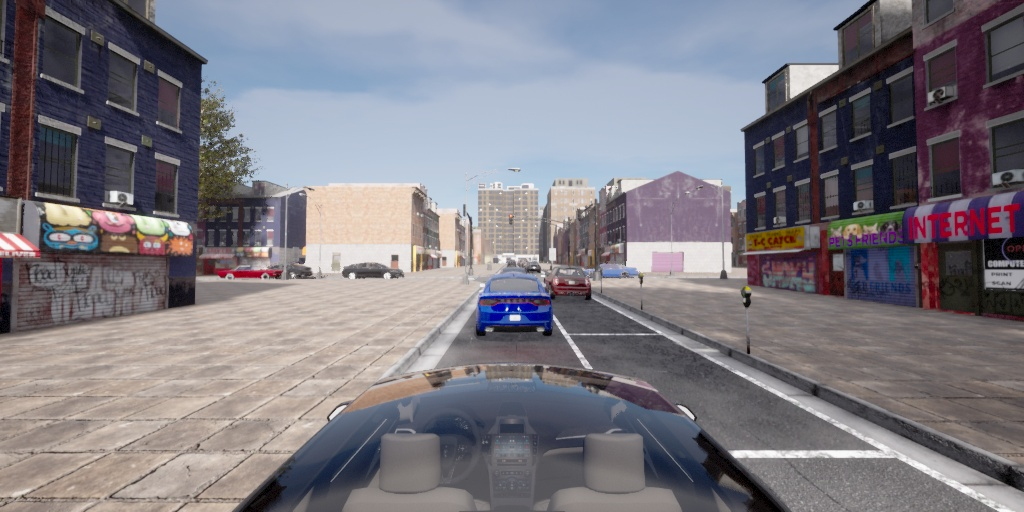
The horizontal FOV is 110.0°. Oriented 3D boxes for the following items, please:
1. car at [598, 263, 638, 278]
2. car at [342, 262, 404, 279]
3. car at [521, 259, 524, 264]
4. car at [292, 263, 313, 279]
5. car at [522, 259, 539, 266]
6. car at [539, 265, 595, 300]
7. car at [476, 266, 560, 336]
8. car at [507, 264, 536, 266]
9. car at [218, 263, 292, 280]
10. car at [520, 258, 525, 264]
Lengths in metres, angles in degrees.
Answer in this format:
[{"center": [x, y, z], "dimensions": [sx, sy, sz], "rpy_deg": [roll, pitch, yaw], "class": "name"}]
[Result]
[{"center": [8.659, 1.366, 32.721], "dimensions": [5.357, 1.411, 2.033], "rpy_deg": [0, -2, 0], "class": "car"}, {"center": [-11.518, 1.270, 29.904], "dimensions": [4.892, 1.490, 1.837], "rpy_deg": [0, -2, 2], "class": "car"}, {"center": [2.616, 1.451, 50.030], "dimensions": [1.948, 1.339, 4.313], "rpy_deg": [0, 0, 0], "class": "car"}, {"center": [-20.989, 1.431, 32.897], "dimensions": [4.892, 1.490, 1.837], "rpy_deg": [-1, -2, 0], "class": "car"}, {"center": [2.618, 1.419, 44.594], "dimensions": [1.948, 1.339, 4.313], "rpy_deg": [0, 0, 0], "class": "car"}, {"center": [2.629, 1.206, 17.850], "dimensions": [1.967, 1.591, 4.097], "rpy_deg": [0, 0, 0], "class": "car"}, {"center": [0.036, 1.233, 10.489], "dimensions": [1.882, 1.535, 5.008], "rpy_deg": [0, 0, -1], "class": "car"}, {"center": [0.092, 1.292, 18.049], "dimensions": [1.812, 1.442, 4.674], "rpy_deg": [0, 0, 0], "class": "car"}, {"center": [-21.517, 1.436, 29.948], "dimensions": [4.718, 1.301, 1.895], "rpy_deg": [-1, -2, 0], "class": "car"}, {"center": [2.614, 1.447, 55.636], "dimensions": [1.751, 1.417, 4.829], "rpy_deg": [0, 0, 0], "class": "car"}]
